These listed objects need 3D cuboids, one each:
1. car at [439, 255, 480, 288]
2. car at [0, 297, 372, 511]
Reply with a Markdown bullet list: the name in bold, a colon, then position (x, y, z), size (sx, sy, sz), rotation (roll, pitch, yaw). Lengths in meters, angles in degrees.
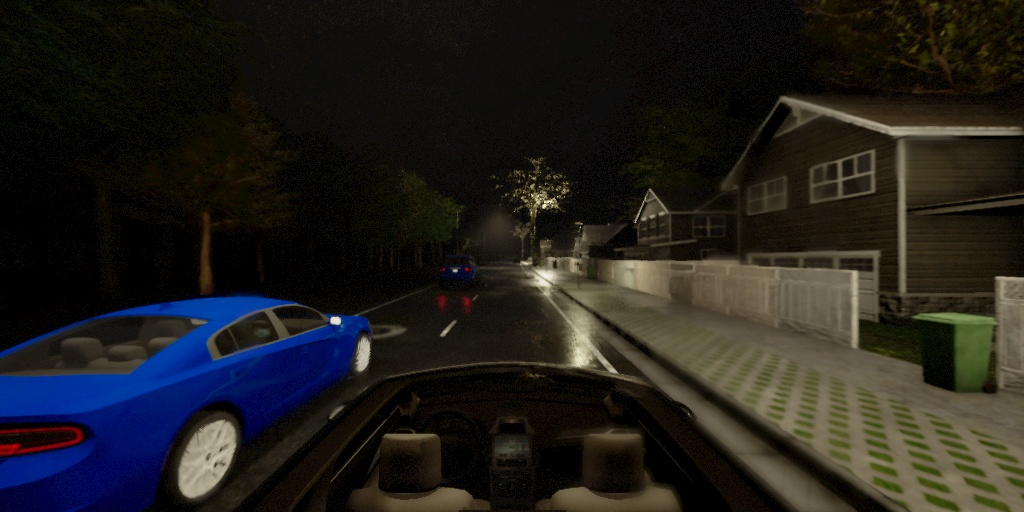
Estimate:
- **car**: position (-3.407, 0.975, 24.134), size (2.150, 2.045, 5.566), rotation (0, 0, 0)
- **car**: position (-3.401, 1.229, 4.359), size (1.882, 1.535, 5.008), rotation (0, 0, 0)
